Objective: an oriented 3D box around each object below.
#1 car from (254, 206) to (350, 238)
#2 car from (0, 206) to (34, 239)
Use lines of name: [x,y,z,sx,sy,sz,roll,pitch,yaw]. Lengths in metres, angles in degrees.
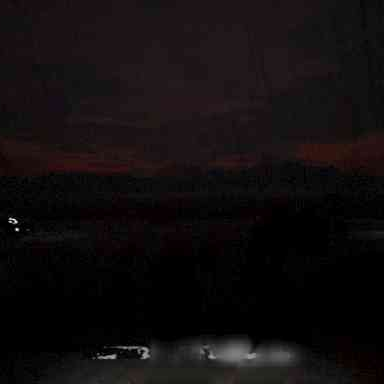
car: [5.827,1.527,17.803,4.902,1.511,2.128,0,2,1]
car: [-11.148,1.494,18.196,4.553,1.767,2.097,0,2,2]
